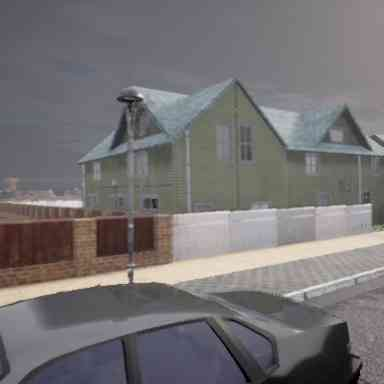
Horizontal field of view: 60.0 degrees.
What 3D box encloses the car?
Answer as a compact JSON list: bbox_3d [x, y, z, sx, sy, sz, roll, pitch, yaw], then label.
[{"bbox_3d":[-0.859,1.546,2.462,5.357,1.411,2.033,0,0,-36],"label":"car"}]
